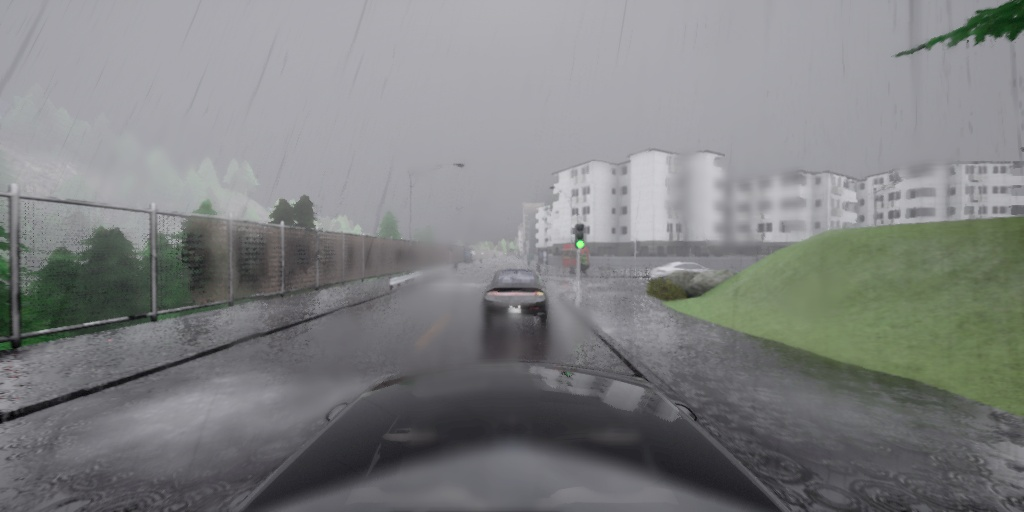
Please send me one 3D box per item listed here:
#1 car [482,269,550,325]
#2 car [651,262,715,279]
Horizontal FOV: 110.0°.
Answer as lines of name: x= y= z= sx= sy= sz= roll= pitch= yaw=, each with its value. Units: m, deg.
car: x=0.147 y=1.166 z=11.467 sx=2.128 sy=1.511 sz=4.902 roll=0 pitch=0 yaw=1
car: x=11.629 y=1.106 z=23.708 sx=4.674 sy=1.442 sz=1.812 roll=0 pitch=0 yaw=1
